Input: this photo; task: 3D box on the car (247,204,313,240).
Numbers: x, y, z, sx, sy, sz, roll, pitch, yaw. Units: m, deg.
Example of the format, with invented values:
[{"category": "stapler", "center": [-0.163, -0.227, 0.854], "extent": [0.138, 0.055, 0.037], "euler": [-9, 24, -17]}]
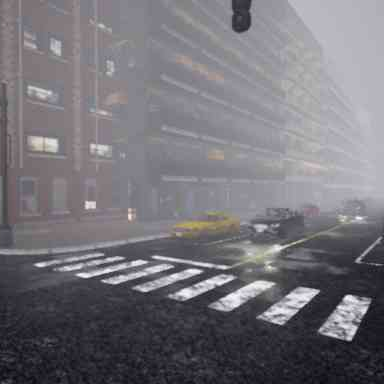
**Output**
[{"category": "car", "center": [4.642, 1.593, 17.948], "extent": [2.128, 1.511, 4.902], "euler": [0, 0, 35]}]

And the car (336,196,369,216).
[{"category": "car", "center": [17.794, 1.611, 36.715], "extent": [2.097, 1.767, 4.553], "euler": [0, 0, 35]}]

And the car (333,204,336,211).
[{"category": "car", "center": [20.257, 1.828, 44.834], "extent": [1.752, 1.417, 4.829], "euler": [-1, -1, 35]}]

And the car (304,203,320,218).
[{"category": "car", "center": [10.620, 1.733, 31.045], "extent": [1.887, 1.381, 4.507], "euler": [-1, -1, 35]}]

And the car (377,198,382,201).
[{"category": "car", "center": [39.826, 2.069, 72.829], "extent": [1.887, 1.381, 4.507], "euler": [-1, -1, 35]}]

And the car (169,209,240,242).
[{"category": "car", "center": [0.786, 1.594, 16.978], "extent": [1.752, 1.417, 4.829], "euler": [-1, -1, 35]}]

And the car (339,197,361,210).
[{"category": "car", "center": [23.598, 1.657, 49.619], "extent": [2.192, 1.841, 5.009], "euler": [-1, -1, 35]}]

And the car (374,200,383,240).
[{"category": "car", "center": [11.004, 1.464, 17.031], "extent": [2.192, 1.841, 5.009], "euler": [-1, -1, 35]}]

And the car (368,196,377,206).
[{"category": "car", "center": [33.334, 1.769, 63.546], "extent": [2.192, 1.841, 5.009], "euler": [-1, -1, 35]}]

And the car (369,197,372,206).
[{"category": "car", "center": [30.091, 1.962, 58.902], "extent": [1.887, 1.381, 4.507], "euler": [-1, -1, 35]}]
